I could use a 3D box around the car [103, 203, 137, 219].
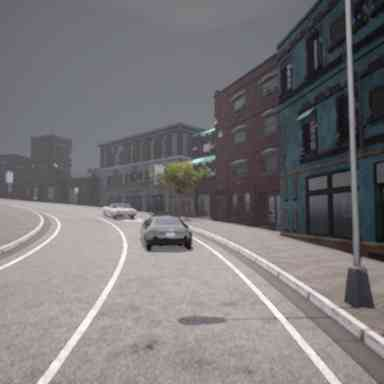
[{"bbox_3d":[-6.527,1.650,29.575,1.895,1.301,4.718,2,0,-29],"label":"car"}]

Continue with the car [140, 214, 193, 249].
[{"bbox_3d":[-1.263,1.671,15.193,1.994,1.385,4.181,1,0,-12],"label":"car"}]
